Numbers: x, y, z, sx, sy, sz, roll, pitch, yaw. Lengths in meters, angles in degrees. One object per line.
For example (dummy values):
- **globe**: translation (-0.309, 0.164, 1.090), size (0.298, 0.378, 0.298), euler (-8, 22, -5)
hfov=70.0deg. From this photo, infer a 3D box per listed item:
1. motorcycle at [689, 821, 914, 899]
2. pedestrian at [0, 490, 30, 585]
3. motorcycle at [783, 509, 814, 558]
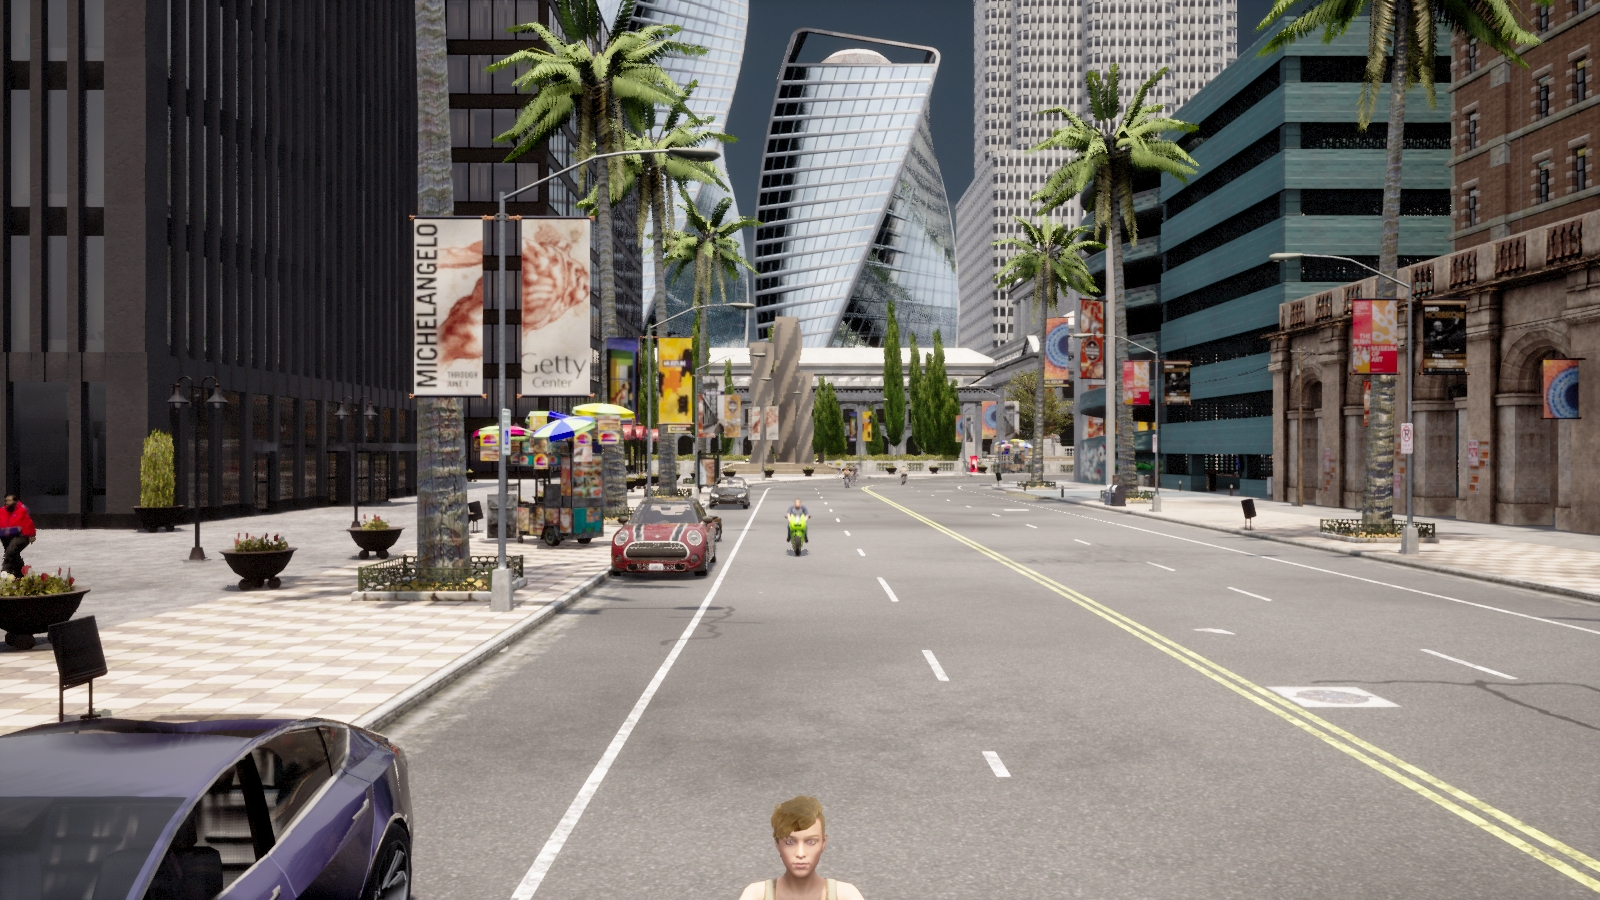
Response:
- **motorcycle**: translation (0.005, 2.172, 3.546), size (0.764, 1.277, 2.356), euler (0, 0, 0)
- **pedestrian**: translation (-15.537, 1.723, 22.575), size (0.375, 1.860, 0.375), euler (0, 0, 1)
- **motorcycle**: translation (-0.059, 2.225, 30.710), size (0.803, 1.145, 2.033), euler (0, 0, -1)
